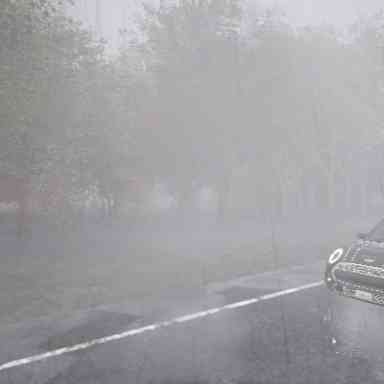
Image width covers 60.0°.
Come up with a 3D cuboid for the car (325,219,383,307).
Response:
[{"bbox_3d":[5.087,1.372,7.609,4.553,1.767,2.097,0,0,-35],"label":"car"}]
